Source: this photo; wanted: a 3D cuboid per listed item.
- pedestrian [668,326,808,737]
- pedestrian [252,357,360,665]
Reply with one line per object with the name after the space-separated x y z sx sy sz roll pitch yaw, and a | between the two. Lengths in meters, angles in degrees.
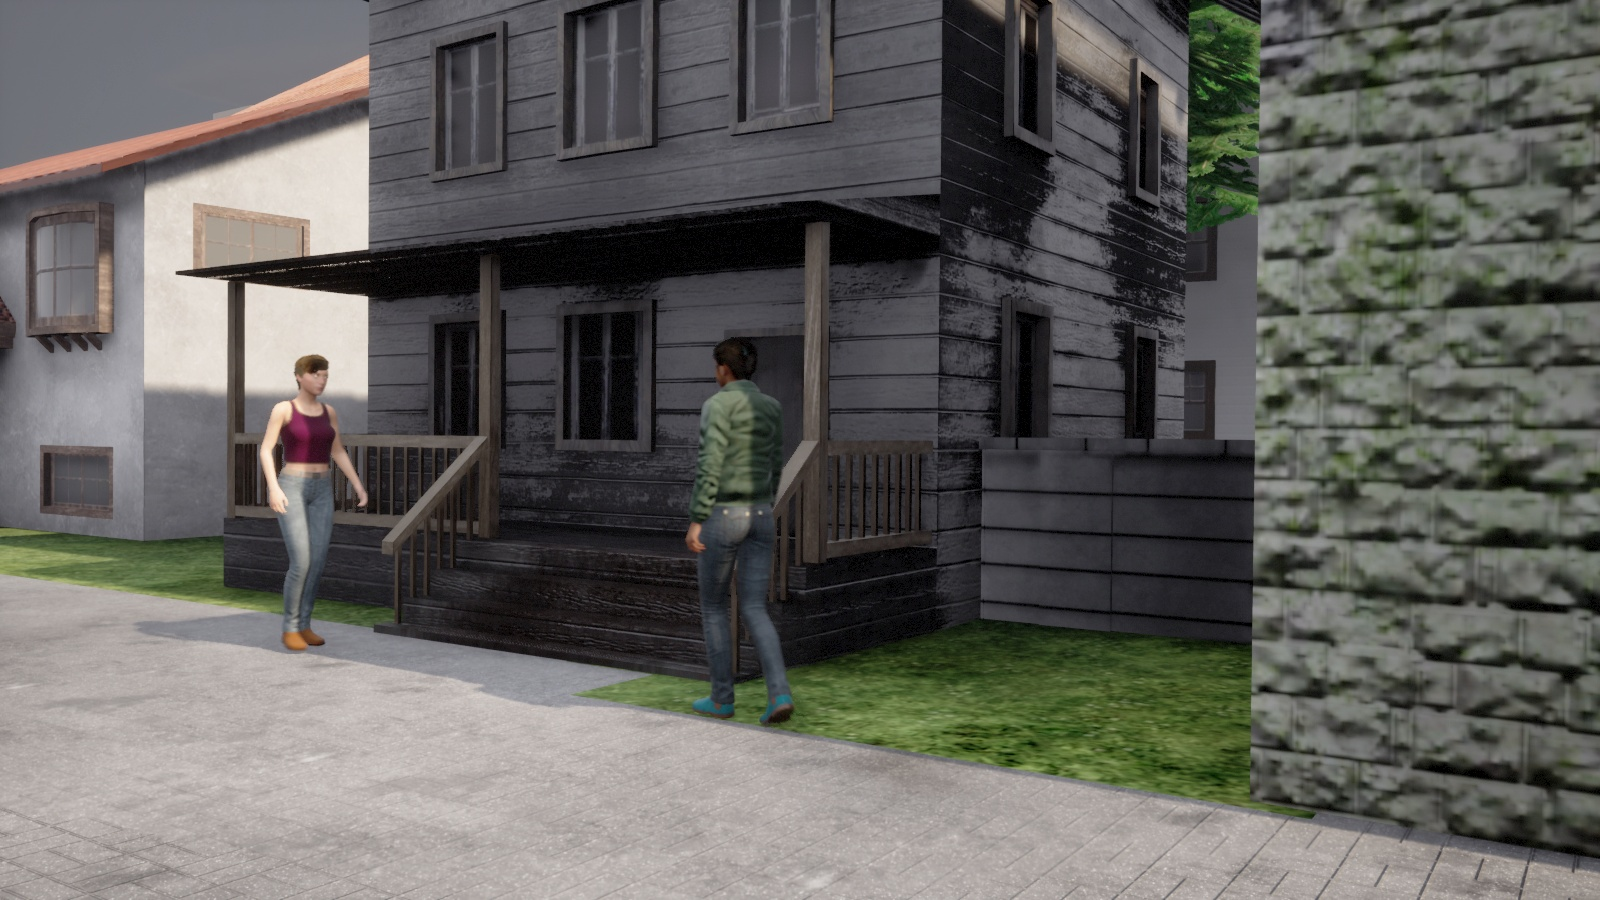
-0.303 0.362 5.982 0.353 1.847 0.614 -1 1 -39 | pedestrian
-3.075 0.362 7.813 0.594 1.836 0.345 0 1 38 | pedestrian
